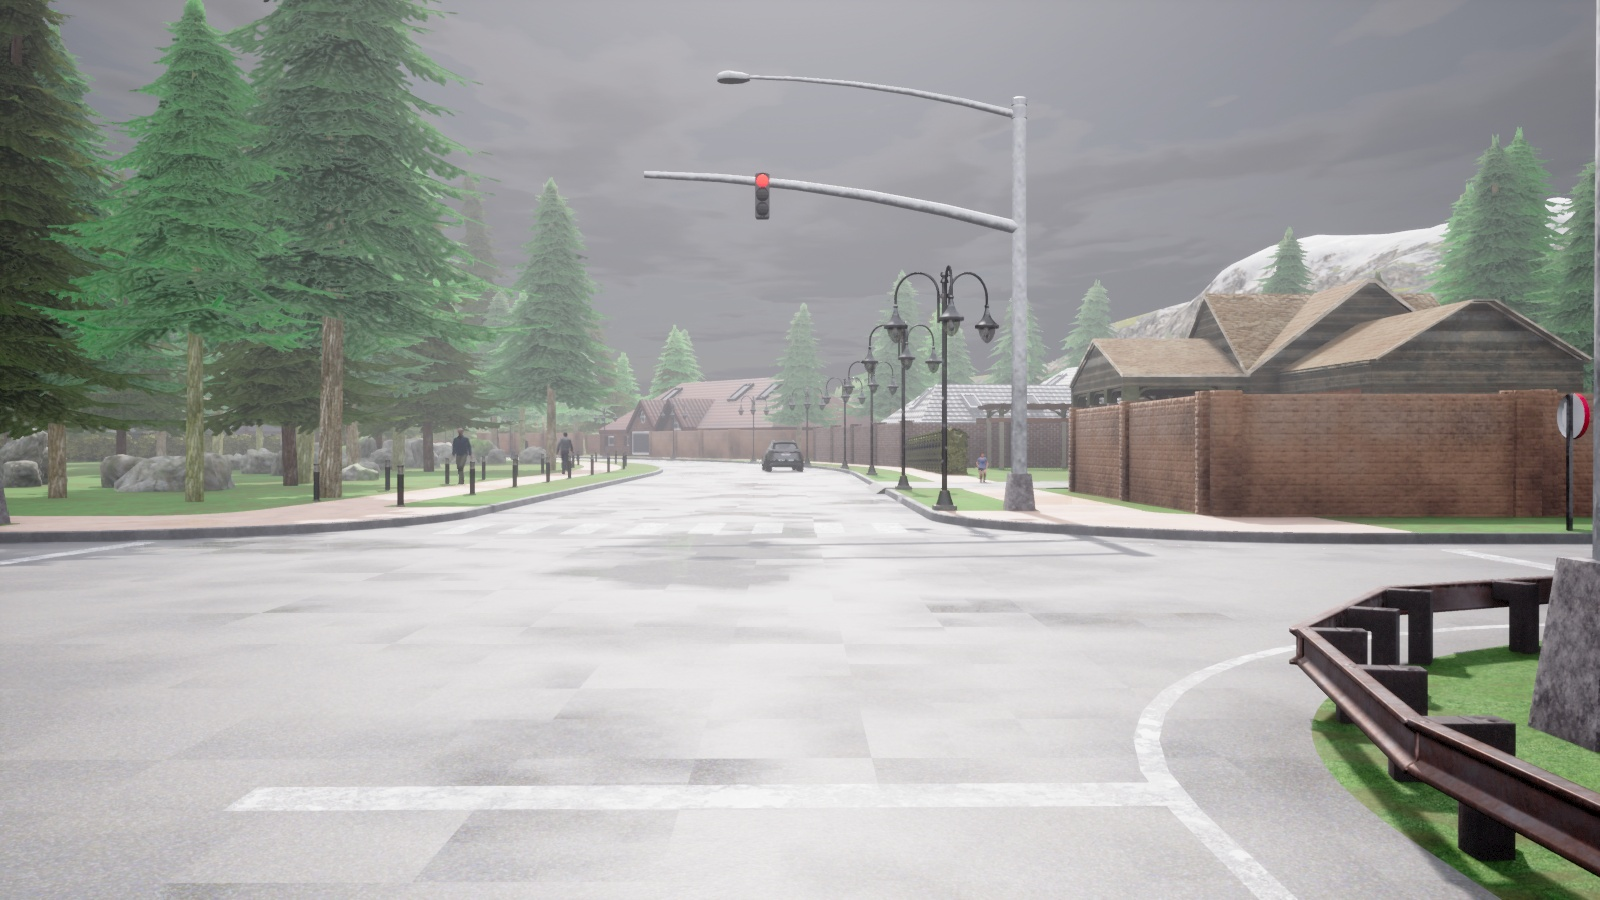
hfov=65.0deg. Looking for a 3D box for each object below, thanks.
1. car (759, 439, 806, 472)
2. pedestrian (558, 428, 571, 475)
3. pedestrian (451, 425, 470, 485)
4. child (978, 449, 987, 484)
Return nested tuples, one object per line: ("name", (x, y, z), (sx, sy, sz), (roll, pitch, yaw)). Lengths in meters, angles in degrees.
("car", (-0.949, 0.277, 65.488), (2.033, 1.649, 4.856), (0, 0, -6))
("pedestrian", (-9.824, 0.068, 52.365), (0.423, 1.949, 0.788), (0, 0, -2))
("pedestrian", (-10.558, 0.143, 39.042), (0.402, 1.842, 0.726), (0, 0, 0))
("child", (5.892, 0.538, 40.503), (0.255, 1.110, 0.394), (0, 0, 3))
